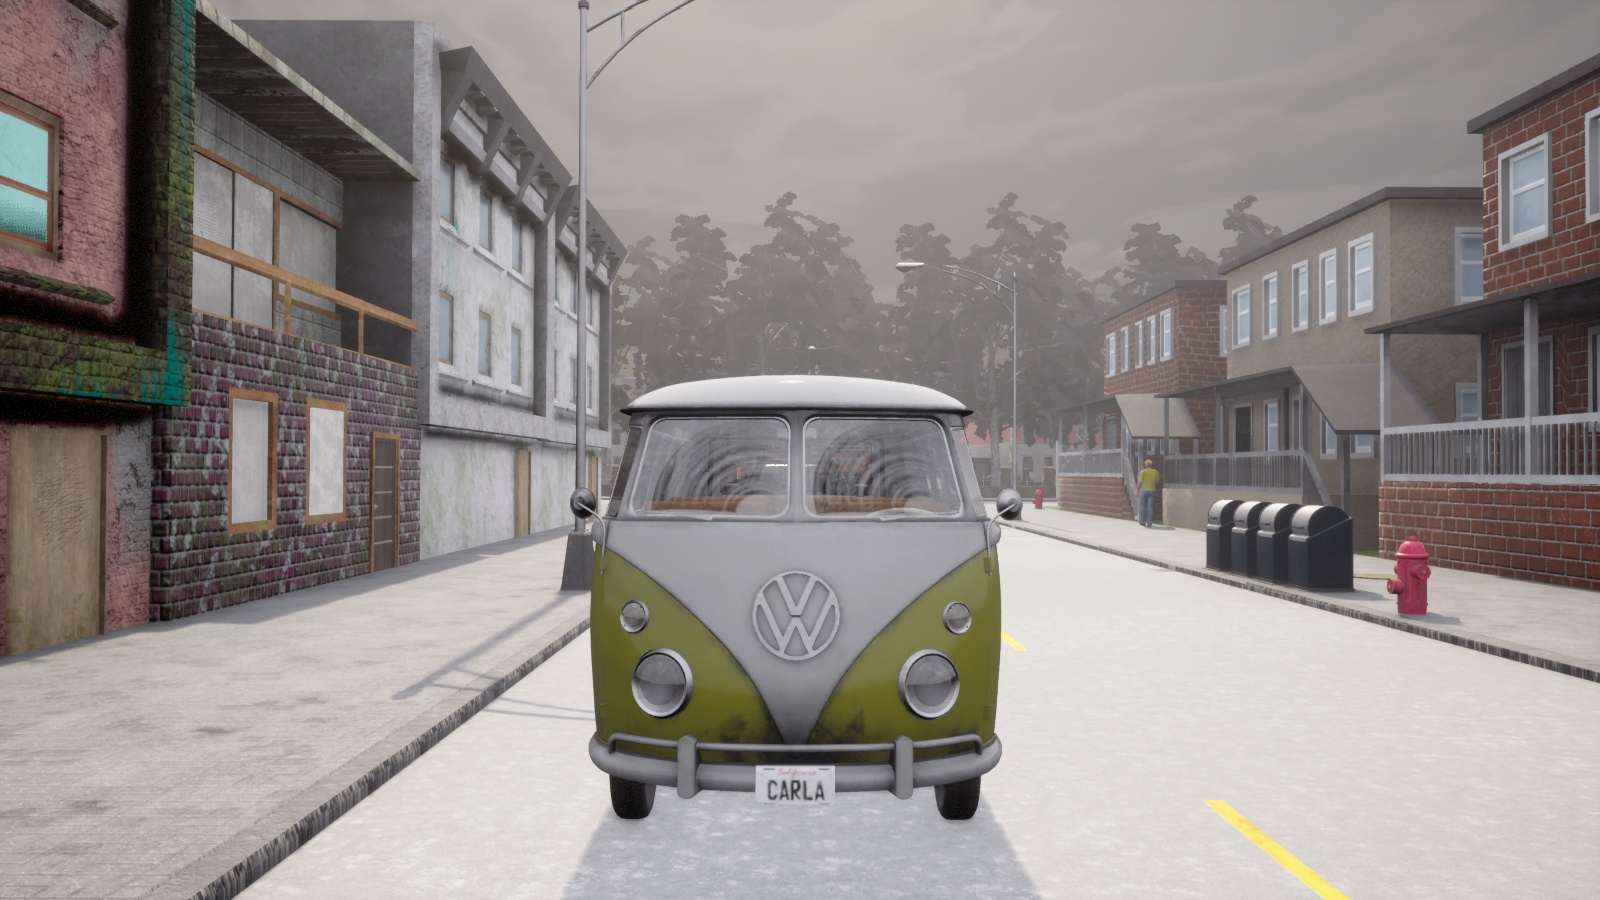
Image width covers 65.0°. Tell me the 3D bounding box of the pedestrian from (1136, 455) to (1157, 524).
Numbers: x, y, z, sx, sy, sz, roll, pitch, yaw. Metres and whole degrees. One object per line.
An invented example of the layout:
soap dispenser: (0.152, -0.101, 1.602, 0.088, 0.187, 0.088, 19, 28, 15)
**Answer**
pedestrian: (9.259, 1.049, 33.567, 0.354, 1.836, 0.706, 0, -1, -1)

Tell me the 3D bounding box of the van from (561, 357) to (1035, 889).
van: (-0.016, 0.684, 6.936, 1.775, 1.987, 4.442, 0, -1, 0)
